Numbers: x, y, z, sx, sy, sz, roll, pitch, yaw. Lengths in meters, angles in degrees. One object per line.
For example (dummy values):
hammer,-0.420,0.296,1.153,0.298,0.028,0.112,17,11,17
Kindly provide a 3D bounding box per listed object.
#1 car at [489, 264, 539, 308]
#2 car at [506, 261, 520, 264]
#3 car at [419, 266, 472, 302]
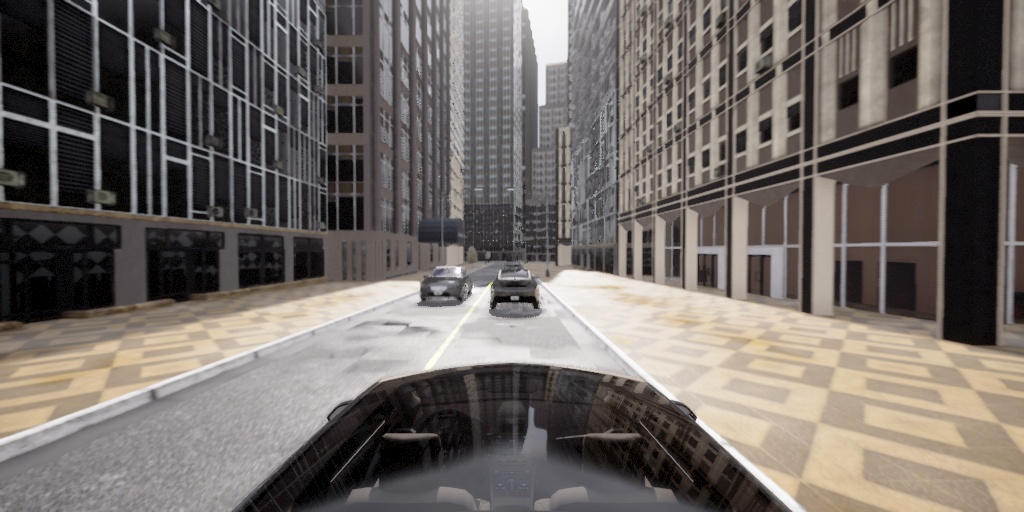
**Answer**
car,0.102,1.253,15.127,1.837,1.490,4.892,0,0,0
car,0.106,1.246,35.300,2.128,1.511,4.902,0,0,0
car,-2.997,1.240,17.019,2.128,1.511,4.902,0,0,0
